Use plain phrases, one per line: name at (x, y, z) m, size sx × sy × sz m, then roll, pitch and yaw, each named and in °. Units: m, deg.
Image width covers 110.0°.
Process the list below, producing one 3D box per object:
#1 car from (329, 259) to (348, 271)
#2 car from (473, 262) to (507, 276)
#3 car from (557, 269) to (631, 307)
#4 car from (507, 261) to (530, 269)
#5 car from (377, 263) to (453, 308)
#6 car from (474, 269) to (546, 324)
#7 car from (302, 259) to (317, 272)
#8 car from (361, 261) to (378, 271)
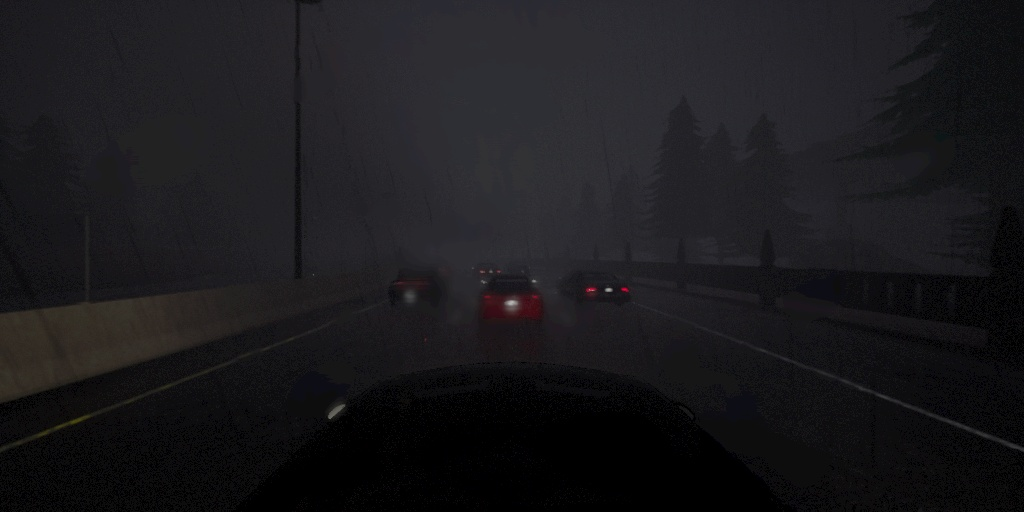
car at (-21.831, 1.116, 45.284) m, size 2.128 × 1.511 × 4.902 m, roll 0°, pitch 0°, yaw -23°
car at (-2.064, 1.218, 29.333) m, size 2.033 × 1.411 × 5.357 m, roll 0°, pitch 0°, yaw -11°
car at (3.292, 1.258, 15.318) m, size 2.033 × 1.411 × 5.357 m, roll 0°, pitch 0°, yaw -4°
car at (0.427, 1.182, 34.063) m, size 1.812 × 1.442 × 4.674 m, roll 0°, pitch 0°, yaw -13°
car at (-3.739, 1.203, 15.031) m, size 2.128 × 1.511 × 4.902 m, roll 0°, pitch 0°, yaw -4°
car at (-0.068, 1.285, 11.840) m, size 1.994 × 1.385 × 4.181 m, roll 0°, pitch 0°, yaw -2°
car at (-25.041, 1.152, 43.898) m, size 1.812 × 1.442 × 4.674 m, roll 0°, pitch 0°, yaw -23°
car at (-17.796, 1.225, 44.791) m, size 1.895 × 1.301 × 4.718 m, roll 0°, pitch 0°, yaw -22°
